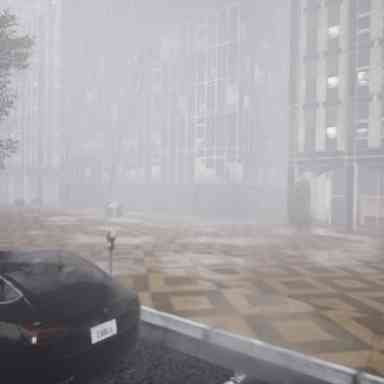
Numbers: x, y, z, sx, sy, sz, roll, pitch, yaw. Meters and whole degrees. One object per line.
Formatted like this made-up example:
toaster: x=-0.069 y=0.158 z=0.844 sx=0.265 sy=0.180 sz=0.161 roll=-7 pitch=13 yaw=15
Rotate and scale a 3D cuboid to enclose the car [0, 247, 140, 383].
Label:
car: x=-2.628 y=1.473 z=4.750 sx=4.313 sy=1.339 sz=1.947 roll=1 pitch=1 yaw=35
